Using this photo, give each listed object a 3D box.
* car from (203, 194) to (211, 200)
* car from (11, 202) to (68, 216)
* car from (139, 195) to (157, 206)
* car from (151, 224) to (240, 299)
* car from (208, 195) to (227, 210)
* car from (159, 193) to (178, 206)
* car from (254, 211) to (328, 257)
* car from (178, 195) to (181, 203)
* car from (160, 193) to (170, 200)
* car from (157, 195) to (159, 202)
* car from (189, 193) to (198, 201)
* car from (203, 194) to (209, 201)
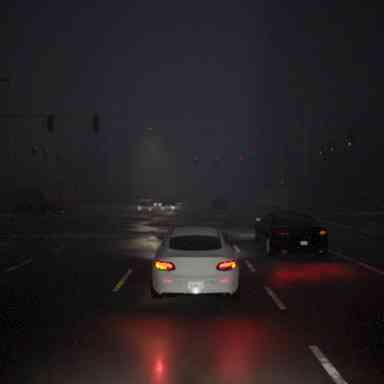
[{"bbox_3d":[3.993,1.360,89.400,2.033,1.411,5.357,0,0,1],"label":"car"},{"bbox_3d":[-14.335,1.567,31.242,4.718,1.301,1.895,0,0,5],"label":"car"},{"bbox_3d":[-7.178,1.421,52.694,1.882,1.535,5.008,0,0,1],"label":"car"},{"bbox_3d":[0.062,1.517,8.294,1.812,1.442,4.674,0,0,0],"label":"car"},{"bbox_3d":[3.406,1.432,42.607,1.882,1.535,5.008,0,0,0],"label":"car"},{"bbox_3d":[-3.680,1.421,52.563,1.882,1.535,5.008,0,0,1],"label":"car"},{"bbox_3d":[3.647,1.464,13.005,1.882,1.535,5.008,0,0,2],"label":"car"},{"bbox_3d":[-3.354,1.429,68.369,1.837,1.490,4.892,0,1,1],"label":"car"},{"bbox_3d":[-6.609,1.028,83.178,2.097,1.767,4.553,0,0,1],"label":"car"},{"bbox_3d":[-6.868,1.429,67.871,2.128,1.511,4.902,0,0,1],"label":"car"},{"bbox_3d":[0.329,1.507,79.256,1.895,1.301,4.718,0,0,1],"label":"car"},{"bbox_3d":[3.828,1.389,79.170,1.882,1.535,5.008,0,0,1],"label":"car"}]
